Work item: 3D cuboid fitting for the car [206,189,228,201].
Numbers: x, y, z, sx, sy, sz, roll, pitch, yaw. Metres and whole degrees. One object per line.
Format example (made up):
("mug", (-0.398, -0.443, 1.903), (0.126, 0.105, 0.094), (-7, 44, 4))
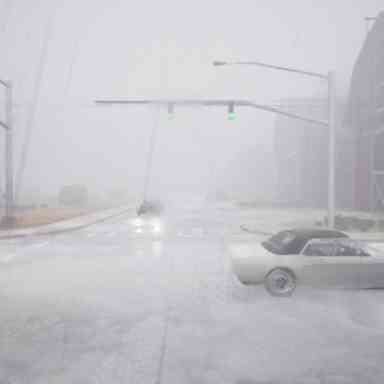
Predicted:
("car", (4.309, 0.548, 57.226), (1.905, 1.878, 3.866), (-8, 4, -42))

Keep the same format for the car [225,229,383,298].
("car", (3.197, 1.542, 7.662), (4.718, 1.301, 1.895), (0, 0, 1))

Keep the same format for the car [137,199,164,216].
("car", (-3.508, 1.299, 28.668), (1.895, 1.301, 4.718), (0, 0, 0))
